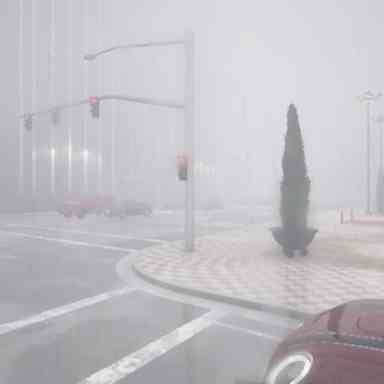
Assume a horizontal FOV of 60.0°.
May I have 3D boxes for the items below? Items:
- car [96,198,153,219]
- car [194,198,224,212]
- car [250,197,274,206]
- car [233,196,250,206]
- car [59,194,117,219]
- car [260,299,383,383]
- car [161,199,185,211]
[{"bbox_3d":[-5.458,1.497,29.016,2.128,1.511,4.902,0,0,35],"label":"car"},{"bbox_3d":[2.113,1.496,39.896,2.128,1.511,4.902,0,0,35],"label":"car"},{"bbox_3d":[11.826,1.498,53.721,2.128,1.511,4.902,0,0,35],"label":"car"},{"bbox_3d":[8.524,1.484,55.114,1.882,1.535,5.008,0,0,35],"label":"car"},{"bbox_3d":[-9.054,1.228,29.963,2.150,2.045,5.566,0,0,35],"label":"car"},{"bbox_3d":[2.704,1.352,2.043,4.553,1.767,2.097,0,0,36],"label":"car"},{"bbox_3d":[-1.866,1.570,40.306,1.994,1.385,4.181,0,0,35],"label":"car"}]
